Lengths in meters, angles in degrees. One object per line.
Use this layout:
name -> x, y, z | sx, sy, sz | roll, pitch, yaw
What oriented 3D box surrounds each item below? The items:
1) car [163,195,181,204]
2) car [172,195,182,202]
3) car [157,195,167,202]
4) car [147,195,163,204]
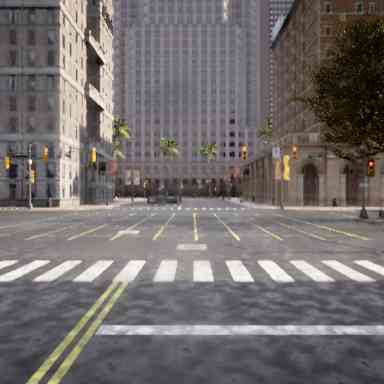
car -> -3.636, 1.499, 60.609 | 2.033, 1.411, 5.357 | 0, 0, 1
car -> -3.428, 1.464, 76.974 | 2.128, 1.511, 4.902 | 0, 0, 1
car -> -6.925, 1.439, 77.330 | 1.837, 1.490, 4.892 | 0, 0, 1
car -> -7.126, 1.444, 60.969 | 2.128, 1.511, 4.902 | 0, 0, 1
